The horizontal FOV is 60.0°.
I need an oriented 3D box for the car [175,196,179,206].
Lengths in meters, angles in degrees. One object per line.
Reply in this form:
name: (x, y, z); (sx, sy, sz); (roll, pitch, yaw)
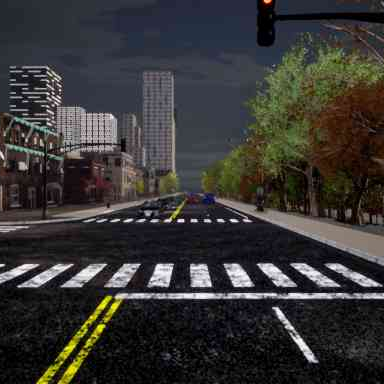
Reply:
car: (-3.457, 1.487, 52.663); (1.837, 1.490, 4.892); (0, 0, 0)

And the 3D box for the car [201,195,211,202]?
car: (3.072, 1.447, 74.393); (1.882, 1.535, 5.008); (0, 0, 0)

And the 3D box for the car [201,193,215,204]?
car: (3.200, 1.197, 63.818); (2.150, 2.045, 5.566); (0, 0, 0)

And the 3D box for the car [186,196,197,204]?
car: (-0.043, 1.539, 64.199); (1.994, 1.385, 4.181); (0, 0, -1)

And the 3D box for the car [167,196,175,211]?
car: (-3.438, 1.493, 40.387); (1.837, 1.490, 4.892); (0, -1, 0)

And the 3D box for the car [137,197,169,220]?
car: (-3.415, 1.483, 28.188); (2.128, 1.511, 4.902); (0, 0, 0)

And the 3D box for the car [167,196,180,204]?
car: (-3.444, 1.467, 63.515); (2.128, 1.511, 4.902); (0, 0, 1)

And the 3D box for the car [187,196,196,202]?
car: (-0.172, 1.523, 74.151); (1.994, 1.385, 4.181); (0, 0, 0)
